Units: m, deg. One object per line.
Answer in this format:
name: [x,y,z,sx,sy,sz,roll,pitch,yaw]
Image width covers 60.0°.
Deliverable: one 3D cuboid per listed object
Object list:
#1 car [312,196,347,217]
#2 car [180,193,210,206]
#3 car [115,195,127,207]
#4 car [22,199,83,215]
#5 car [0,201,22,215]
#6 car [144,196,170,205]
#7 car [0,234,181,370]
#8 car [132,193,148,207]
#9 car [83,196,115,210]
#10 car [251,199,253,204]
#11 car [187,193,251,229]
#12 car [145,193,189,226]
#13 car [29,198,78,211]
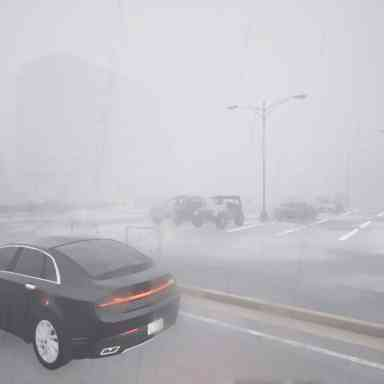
car: [13.761,1.395,33.160,1.970,1.475,3.806,0,0,34]
car: [0.582,1.221,54.942,2.150,2.045,5.566,0,0,34]
car: [-11.824,1.352,49.424,2.097,1.767,4.553,0,0,34]
car: [-13.899,1.477,33.474,1.882,1.535,5.008,0,0,34]
car: [-17.489,1.601,34.753,1.895,1.301,4.718,0,0,34]
car: [-6.044,1.526,57.934,1.812,1.442,4.674,0,0,35]
car: [-2.448,1.505,5.747,4.892,1.490,1.837,0,0,36]
car: [-6.600,1.221,50.875,2.150,2.045,5.566,0,0,34]
car: [-12.487,1.526,42.164,1.812,1.442,4.674,0,0,34]
car: [9.855,1.505,62.469,1.837,1.490,4.892,0,0,34]
car: [1.714,1.156,20.226,1.905,1.878,3.866,0,0,34]
car: [-0.650,1.153,21.896,1.932,1.855,4.605,0,0,34]
car: [-17.161,1.547,41.507,2.033,1.411,5.357,0,0,34]
